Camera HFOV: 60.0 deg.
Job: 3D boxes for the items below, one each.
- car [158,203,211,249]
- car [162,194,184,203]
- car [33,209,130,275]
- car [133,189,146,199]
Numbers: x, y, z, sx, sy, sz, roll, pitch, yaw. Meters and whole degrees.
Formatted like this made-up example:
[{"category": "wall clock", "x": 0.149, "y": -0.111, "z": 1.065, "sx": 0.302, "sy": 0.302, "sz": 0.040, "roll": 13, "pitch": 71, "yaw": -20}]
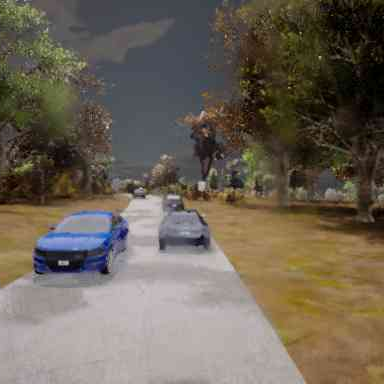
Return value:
[{"category": "car", "x": -0.344, "y": 1.391, "z": 13.802, "sx": 1.994, "sy": 1.385, "sz": 4.181, "roll": 1, "pitch": 1, "yaw": -3}, {"category": "car", "x": -1.738, "y": 0.880, "z": 29.931, "sx": 1.812, "sy": 1.442, "sz": 4.674, "roll": 1, "pitch": 2, "yaw": -7}, {"category": "car", "x": -3.122, "y": 1.346, "z": 10.297, "sx": 1.882, "sy": 1.535, "sz": 5.008, "roll": 1, "pitch": 1, "yaw": -3}, {"category": "car", "x": -8.216, "y": 0.313, "z": 51.718, "sx": 2.033, "sy": 1.411, "sz": 5.357, "roll": 1, "pitch": 1, "yaw": -11}]
